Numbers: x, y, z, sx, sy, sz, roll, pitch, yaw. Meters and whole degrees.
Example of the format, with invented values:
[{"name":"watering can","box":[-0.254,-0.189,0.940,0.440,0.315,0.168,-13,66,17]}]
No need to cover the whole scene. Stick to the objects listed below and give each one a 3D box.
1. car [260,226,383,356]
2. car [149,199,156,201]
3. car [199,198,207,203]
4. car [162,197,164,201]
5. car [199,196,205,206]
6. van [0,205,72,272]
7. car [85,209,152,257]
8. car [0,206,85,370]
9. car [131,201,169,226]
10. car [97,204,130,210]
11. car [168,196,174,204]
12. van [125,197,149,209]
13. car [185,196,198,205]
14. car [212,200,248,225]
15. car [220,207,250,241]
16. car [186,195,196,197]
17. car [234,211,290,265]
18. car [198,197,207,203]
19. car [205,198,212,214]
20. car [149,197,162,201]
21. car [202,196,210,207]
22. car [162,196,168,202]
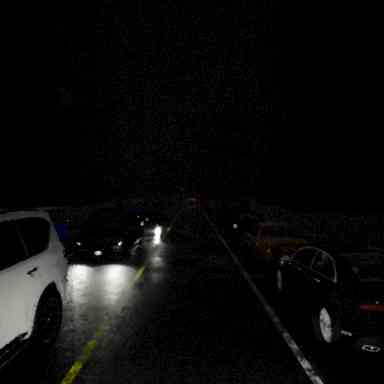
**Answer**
[{"name":"car","box":[2.765,1.595,6.130,2.008,1.369,4.403,0,0,0]},{"name":"car","box":[-5.755,1.814,39.205,1.887,1.381,4.507,0,0,0]},{"name":"car","box":[2.776,2.146,83.311,1.947,1.339,4.313,0,0,0]},{"name":"car","box":[-5.754,1.891,50.230,1.887,1.381,4.507,0,0,0]},{"name":"car","box":[2.773,1.863,61.261,1.967,1.590,4.097,0,0,0]},{"name":"van","box":[-5.759,1.422,11.644,1.690,1.788,3.998,0,0,0]},{"name":"car","box":[-3.088,1.642,13.611,2.033,1.411,5.357,0,0,0]},{"name":"car","box":[-3.097,1.246,3.270,2.150,2.045,5.566,0,0,1]},{"name":"car","box":[-3.069,1.680,25.254,1.837,1.490,4.892,0,-1,0]},{"name":"car","box":[-5.758,1.722,22.667,1.947,1.339,4.313,0,0,0]},{"name":"car","box":[-5.750,1.815,72.281,2.192,1.841,5.009,0,0,0]},{"name":"van","box":[-5.756,1.573,33.694,1.690,1.788,3.998,0,0,0]},{"name":"car","box":[0.010,2.067,68.208,1.895,1.301,4.718,0,0,0]},{"name":"car","box":[2.768,1.472,22.670,2.192,1.841,5.009,0,0,0]},{"name":"car","box":[2.766,1.670,17.156,2.008,1.369,4.403,0,0,0]},{"name":"car","box":[0.012,1.954,78.502,1.882,1.535,5.008,0,0,0]},{"name":"car","box":[2.766,1.608,11.813,1.752,1.417,4.829,0,0,0]},{"name":"car","box":[2.777,2.170,88.825,2.008,1.369,4.403,0,0,0]},{"name":"car","box":[2.770,1.797,39.378,1.752,1.417,4.829,0,0,0]},{"name":"car","box":[-5.754,1.623,44.719,2.192,1.841,5.009,0,0,0]},{"name":"car","box":[2.771,1.749,44.722,1.967,1.590,4.097,0,0,0]},{"name":"car","box":[-5.753,1.699,55.744,2.192,1.841,5.009,0,0,0]}]
